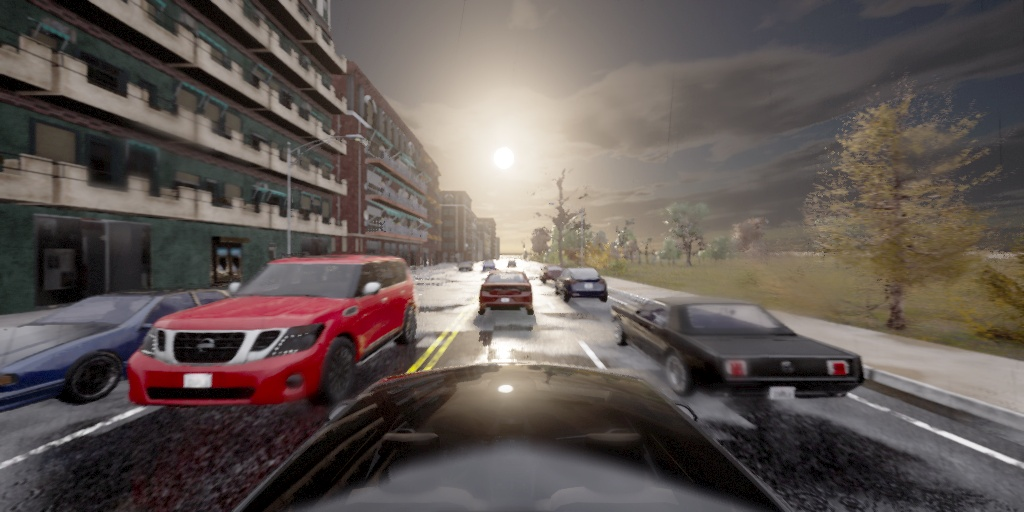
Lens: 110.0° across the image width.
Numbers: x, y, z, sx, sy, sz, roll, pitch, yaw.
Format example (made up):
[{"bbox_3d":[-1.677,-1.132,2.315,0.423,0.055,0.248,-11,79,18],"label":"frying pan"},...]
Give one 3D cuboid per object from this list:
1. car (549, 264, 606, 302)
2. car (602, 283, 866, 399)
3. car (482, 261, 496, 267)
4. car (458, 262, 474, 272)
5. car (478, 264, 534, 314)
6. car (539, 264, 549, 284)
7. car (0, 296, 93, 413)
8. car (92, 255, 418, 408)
[{"bbox_3d":[3.250,1.313,17.526,2.163,1.488,4.792,0,0,0],"label":"car"},{"bbox_3d":[3.250,1.368,6.525,1.895,1.301,4.718,0,0,0],"label":"car"},{"bbox_3d":[-3.249,1.444,51.710,1.882,1.535,5.008,0,0,0],"label":"car"},{"bbox_3d":[-6.499,1.506,51.710,2.033,1.411,5.357,0,0,0],"label":"car"},{"bbox_3d":[-0.175,1.273,14.057,1.882,1.535,5.008,0,0,1],"label":"car"},{"bbox_3d":[3.251,1.377,28.496,1.812,1.442,4.674,0,0,0],"label":"car"},{"bbox_3d":[-6.598,1.315,6.580,2.033,1.411,5.357,0,0,0],"label":"car"},{"bbox_3d":[-3.349,0.990,6.588,2.150,2.045,5.566,0,0,0],"label":"car"}]
